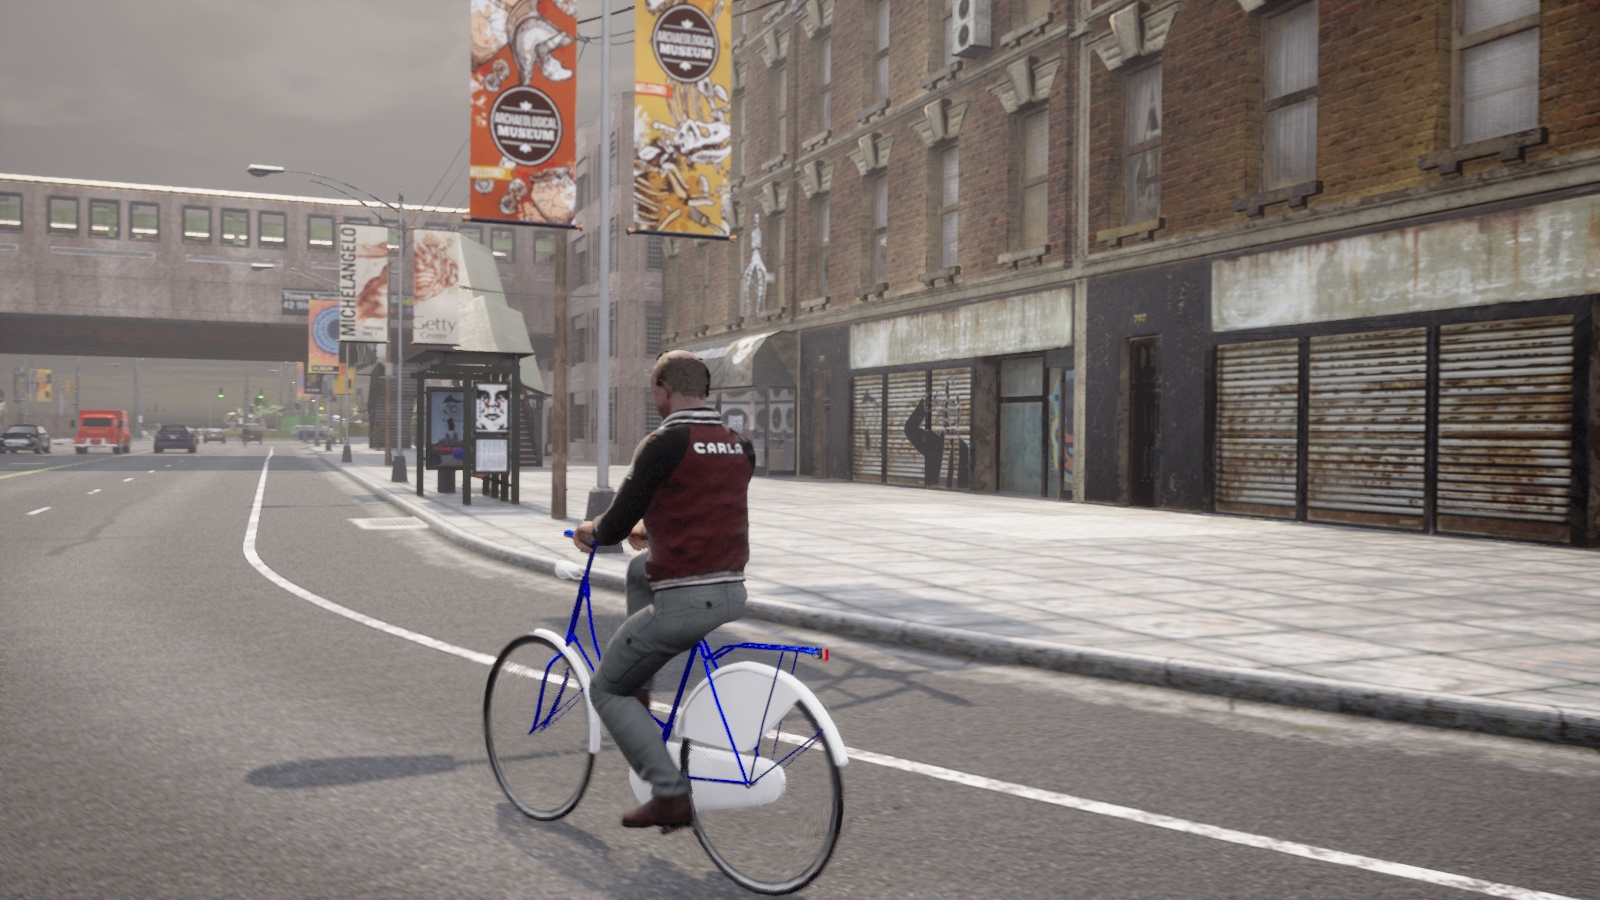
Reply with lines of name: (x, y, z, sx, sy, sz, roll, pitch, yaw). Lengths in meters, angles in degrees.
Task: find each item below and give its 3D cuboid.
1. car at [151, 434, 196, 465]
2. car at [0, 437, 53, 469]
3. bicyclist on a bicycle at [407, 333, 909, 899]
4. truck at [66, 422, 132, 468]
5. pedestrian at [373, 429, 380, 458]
car: (-37.449, -0.053, 75.183, 2.097, 1.767, 4.553, -1, 1, -23)
car: (-42.009, 0.150, 67.943, 2.033, 1.649, 4.856, -1, 1, -23)
bicyclist on a bicycle: (-0.566, 0.551, 4.382, 1.843, 1.776, 0.659, 0, 1, 41)
truck: (-39.289, -0.323, 70.505, 2.627, 2.467, 5.204, -1, 1, -23)
pedestrian: (-26.619, -0.394, 78.930, 0.370, 1.835, 0.726, -1, 1, -21)
